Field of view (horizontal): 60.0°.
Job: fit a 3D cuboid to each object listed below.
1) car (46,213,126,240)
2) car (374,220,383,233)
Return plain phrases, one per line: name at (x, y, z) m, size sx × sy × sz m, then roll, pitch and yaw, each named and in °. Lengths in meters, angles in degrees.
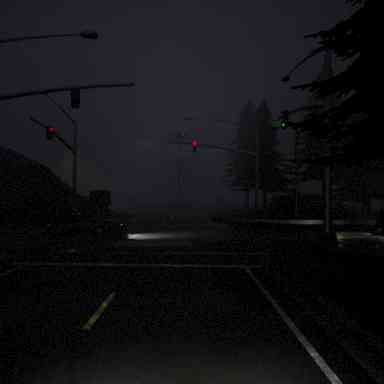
car at (-5.803, 1.839, 18.404) m, size 4.181 × 1.385 × 1.994 m, roll 0°, pitch -1°, yaw -15°
car at (14.205, 1.866, 21.188) m, size 4.553 × 1.767 × 2.097 m, roll 0°, pitch -1°, yaw 0°
